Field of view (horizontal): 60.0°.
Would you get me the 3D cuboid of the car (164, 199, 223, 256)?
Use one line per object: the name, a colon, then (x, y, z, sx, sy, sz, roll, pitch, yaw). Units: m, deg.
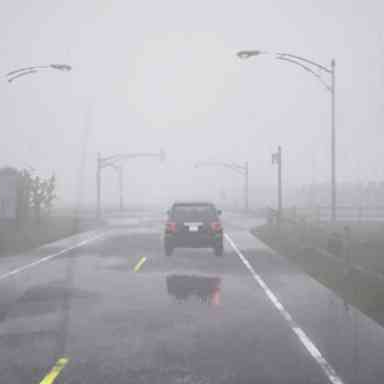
car: (0.091, 1.349, 13.952, 2.150, 2.045, 5.566, 0, 0, 1)

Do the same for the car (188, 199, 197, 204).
car: (0.062, 2.322, 82.728, 1.895, 1.301, 4.718, 0, 0, 5)
